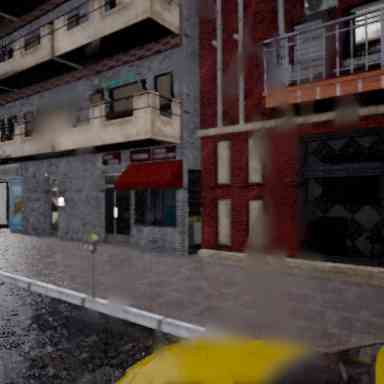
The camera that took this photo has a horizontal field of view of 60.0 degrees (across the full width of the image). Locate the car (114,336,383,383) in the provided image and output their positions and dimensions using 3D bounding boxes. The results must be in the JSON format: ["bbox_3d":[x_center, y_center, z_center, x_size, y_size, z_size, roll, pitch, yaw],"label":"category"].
[{"bbox_3d":[1.431,1.525,1.861,4.829,1.417,1.752,0,-1,35],"label":"car"}]
